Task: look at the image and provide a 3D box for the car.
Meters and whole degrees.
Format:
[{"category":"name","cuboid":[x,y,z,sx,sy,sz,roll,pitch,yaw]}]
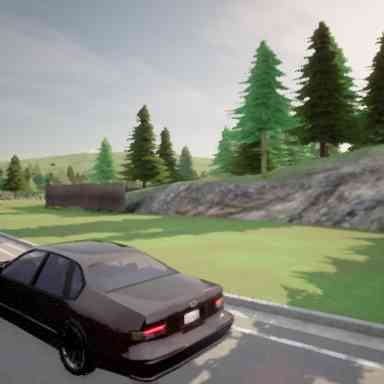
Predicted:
[{"category":"car","cuboid":[-1.938,1.556,5.613,5.357,1.411,2.033,0,0,40]}]
